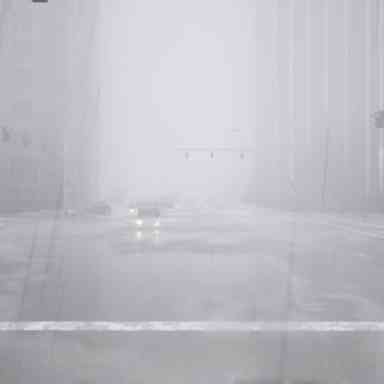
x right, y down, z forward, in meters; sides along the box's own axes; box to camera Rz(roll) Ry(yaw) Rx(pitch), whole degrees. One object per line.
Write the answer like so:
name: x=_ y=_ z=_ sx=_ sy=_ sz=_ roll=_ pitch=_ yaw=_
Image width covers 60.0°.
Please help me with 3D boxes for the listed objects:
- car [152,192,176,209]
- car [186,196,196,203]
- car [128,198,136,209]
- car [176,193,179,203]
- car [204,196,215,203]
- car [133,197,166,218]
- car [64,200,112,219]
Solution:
car: x=-3.688 y=1.290 z=44.464 sx=2.097 sy=1.767 sz=4.553 roll=0 pitch=0 yaw=0
car: x=-0.145 y=1.508 z=65.800 sx=1.895 sy=1.301 sz=4.718 roll=0 pitch=0 yaw=0
car: x=-7.188 y=1.502 z=44.167 sx=1.994 sy=1.385 sz=4.181 roll=0 pitch=0 yaw=0
car: x=-3.645 y=1.114 z=65.171 sx=2.150 sy=2.045 sz=5.566 roll=0 pitch=0 yaw=0
car: x=3.356 y=1.509 z=65.268 sx=1.895 sy=1.301 sz=4.718 roll=0 pitch=0 yaw=0
car: x=-3.662 y=1.465 z=29.561 sx=1.837 sy=1.490 sz=4.892 roll=0 pitch=-1 yaw=0
car: x=-8.884 y=1.452 z=28.838 sx=2.128 sy=1.511 sz=4.902 roll=0 pitch=0 yaw=21
